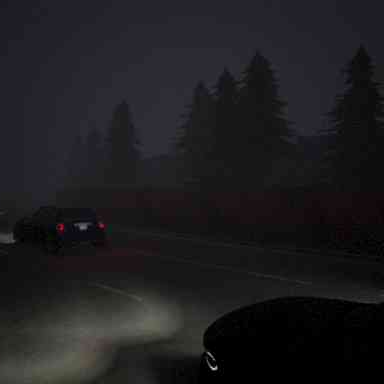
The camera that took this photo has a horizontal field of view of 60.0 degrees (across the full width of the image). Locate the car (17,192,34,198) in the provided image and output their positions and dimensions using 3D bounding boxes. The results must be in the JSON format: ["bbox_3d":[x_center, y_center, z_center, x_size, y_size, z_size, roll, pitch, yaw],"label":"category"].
[{"bbox_3d":[-39.677,0.850,79.521,2.097,1.767,4.553,0,0,4],"label":"car"}]

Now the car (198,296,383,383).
[{"bbox_3d":[2.364,1.497,2.426,5.008,1.535,1.882,0,0,35],"label":"car"}]

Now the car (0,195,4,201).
[{"bbox_3d":[-38.985,0.865,65.328,2.097,1.767,4.553,0,0,-5],"label":"car"}]

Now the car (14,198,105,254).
[{"bbox_3d":[-5.502,1.302,13.602,4.553,1.767,2.097,0,0,44],"label":"car"}]
